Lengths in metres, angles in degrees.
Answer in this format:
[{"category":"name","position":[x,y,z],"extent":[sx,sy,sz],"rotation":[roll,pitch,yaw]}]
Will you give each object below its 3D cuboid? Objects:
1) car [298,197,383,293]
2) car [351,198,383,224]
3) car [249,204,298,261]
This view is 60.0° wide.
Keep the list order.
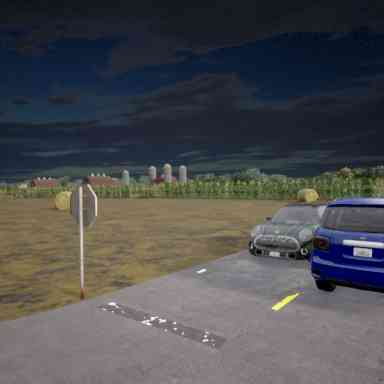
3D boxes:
[{"category":"car","position":[4.636,1.130,8.000],"extent":[2.150,2.045,5.566],"rotation":[0,1,37]},{"category":"car","position":[12.593,1.236,23.136],"extent":[1.812,1.442,4.674],"rotation":[0,1,37]},{"category":"car","position":[3.791,1.225,11.594],"extent":[2.097,1.767,4.553],"rotation":[0,1,37]}]
